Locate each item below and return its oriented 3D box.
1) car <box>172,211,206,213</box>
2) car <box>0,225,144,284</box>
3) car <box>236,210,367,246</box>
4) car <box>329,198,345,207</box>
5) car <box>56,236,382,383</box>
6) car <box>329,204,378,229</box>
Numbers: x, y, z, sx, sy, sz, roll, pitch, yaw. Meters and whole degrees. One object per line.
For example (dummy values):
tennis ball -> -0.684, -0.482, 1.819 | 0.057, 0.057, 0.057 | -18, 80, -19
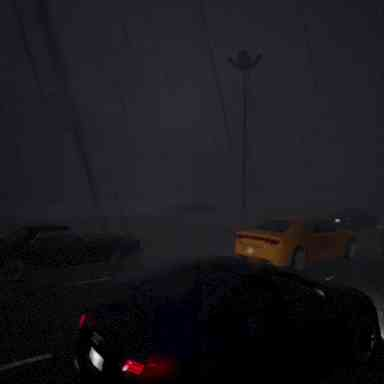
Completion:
car -> 0.041, 1.689, 26.555 | 4.181, 1.385, 1.994 | 0, 0, -41
car -> -3.851, 1.632, 9.706 | 4.718, 1.301, 1.895 | 0, 0, -36
car -> 3.623, 1.543, 11.069 | 5.008, 1.535, 1.882 | 0, 0, -38
car -> 26.665, 1.911, 61.126 | 1.812, 1.442, 4.674 | 0, 0, 35
car -> 0.686, 1.587, 4.402 | 4.181, 1.385, 1.994 | 0, 0, -36
car -> 10.207, 1.701, 21.266 | 4.181, 1.385, 1.994 | 0, 0, -42
